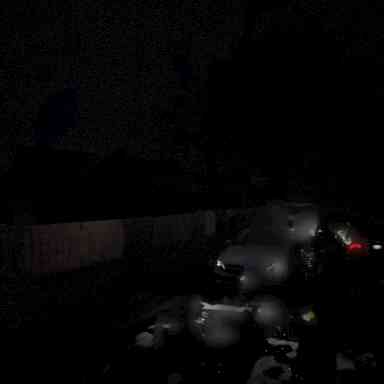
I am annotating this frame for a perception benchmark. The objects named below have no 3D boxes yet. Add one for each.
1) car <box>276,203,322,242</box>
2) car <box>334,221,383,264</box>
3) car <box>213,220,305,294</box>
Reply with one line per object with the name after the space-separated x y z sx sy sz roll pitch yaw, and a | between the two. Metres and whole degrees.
6.388 1.715 19.950 2.150 2.045 5.566 -1 -2 23 | car
6.602 1.820 12.723 2.033 1.411 5.357 -1 -2 19 | car
2.105 1.777 9.805 1.812 1.442 4.674 -1 -2 23 | car
